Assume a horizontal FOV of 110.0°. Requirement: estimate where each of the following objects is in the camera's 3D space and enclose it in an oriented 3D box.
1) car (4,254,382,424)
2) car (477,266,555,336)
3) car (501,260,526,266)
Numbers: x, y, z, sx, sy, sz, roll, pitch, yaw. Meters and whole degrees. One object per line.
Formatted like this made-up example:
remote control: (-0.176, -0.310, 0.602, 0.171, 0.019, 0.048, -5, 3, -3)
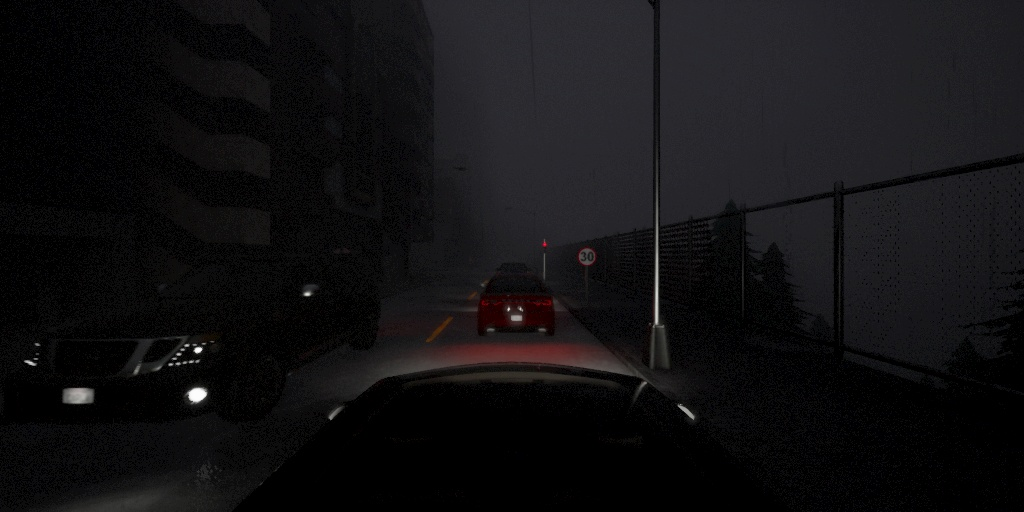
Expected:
car: (-4.103, 0.971, 6.155, 2.150, 2.045, 5.566, 0, 0, 0)
car: (0.092, 1.228, 10.436, 1.882, 1.535, 5.008, 0, 0, 0)
car: (0.086, 1.102, 20.806, 2.097, 1.767, 4.553, 0, 0, 0)
